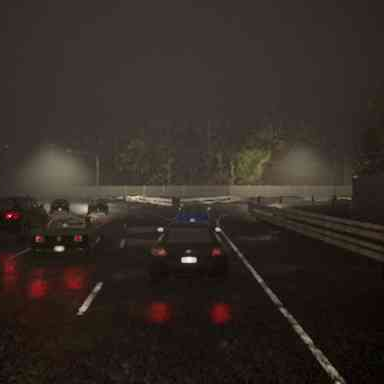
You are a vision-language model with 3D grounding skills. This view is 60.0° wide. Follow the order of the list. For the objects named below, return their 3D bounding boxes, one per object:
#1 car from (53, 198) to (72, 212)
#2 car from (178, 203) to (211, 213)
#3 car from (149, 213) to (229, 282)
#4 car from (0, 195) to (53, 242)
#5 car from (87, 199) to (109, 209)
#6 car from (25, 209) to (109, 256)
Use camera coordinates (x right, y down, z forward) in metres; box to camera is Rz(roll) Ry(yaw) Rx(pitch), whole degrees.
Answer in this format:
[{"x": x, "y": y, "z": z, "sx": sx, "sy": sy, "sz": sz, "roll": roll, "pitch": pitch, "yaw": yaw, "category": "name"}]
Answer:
[{"x": -13.487, "y": 1.405, "z": 34.161, "sx": 1.837, "sy": 1.490, "sz": 4.892, "roll": 0, "pitch": 0, "yaw": -20, "category": "car"}, {"x": 0.148, "y": 1.401, "z": 20.813, "sx": 1.882, "sy": 1.535, "sz": 5.008, "roll": 0, "pitch": 0, "yaw": 2, "category": "car"}, {"x": -0.072, "y": 1.529, "z": 9.656, "sx": 1.994, "sy": 1.385, "sz": 4.181, "roll": 0, "pitch": 0, "yaw": 0, "category": "car"}, {"x": -8.617, "y": 1.174, "z": 16.048, "sx": 2.150, "sy": 2.045, "sz": 5.566, "roll": 0, "pitch": 0, "yaw": -10, "category": "car"}, {"x": -9.178, "y": 1.390, "z": 32.418, "sx": 2.128, "sy": 1.511, "sz": 4.902, "roll": 0, "pitch": 0, "yaw": -17, "category": "car"}, {"x": -4.618, "y": 1.561, "z": 13.068, "sx": 1.895, "sy": 1.301, "sz": 4.718, "roll": 0, "pitch": 0, "yaw": -8, "category": "car"}]
